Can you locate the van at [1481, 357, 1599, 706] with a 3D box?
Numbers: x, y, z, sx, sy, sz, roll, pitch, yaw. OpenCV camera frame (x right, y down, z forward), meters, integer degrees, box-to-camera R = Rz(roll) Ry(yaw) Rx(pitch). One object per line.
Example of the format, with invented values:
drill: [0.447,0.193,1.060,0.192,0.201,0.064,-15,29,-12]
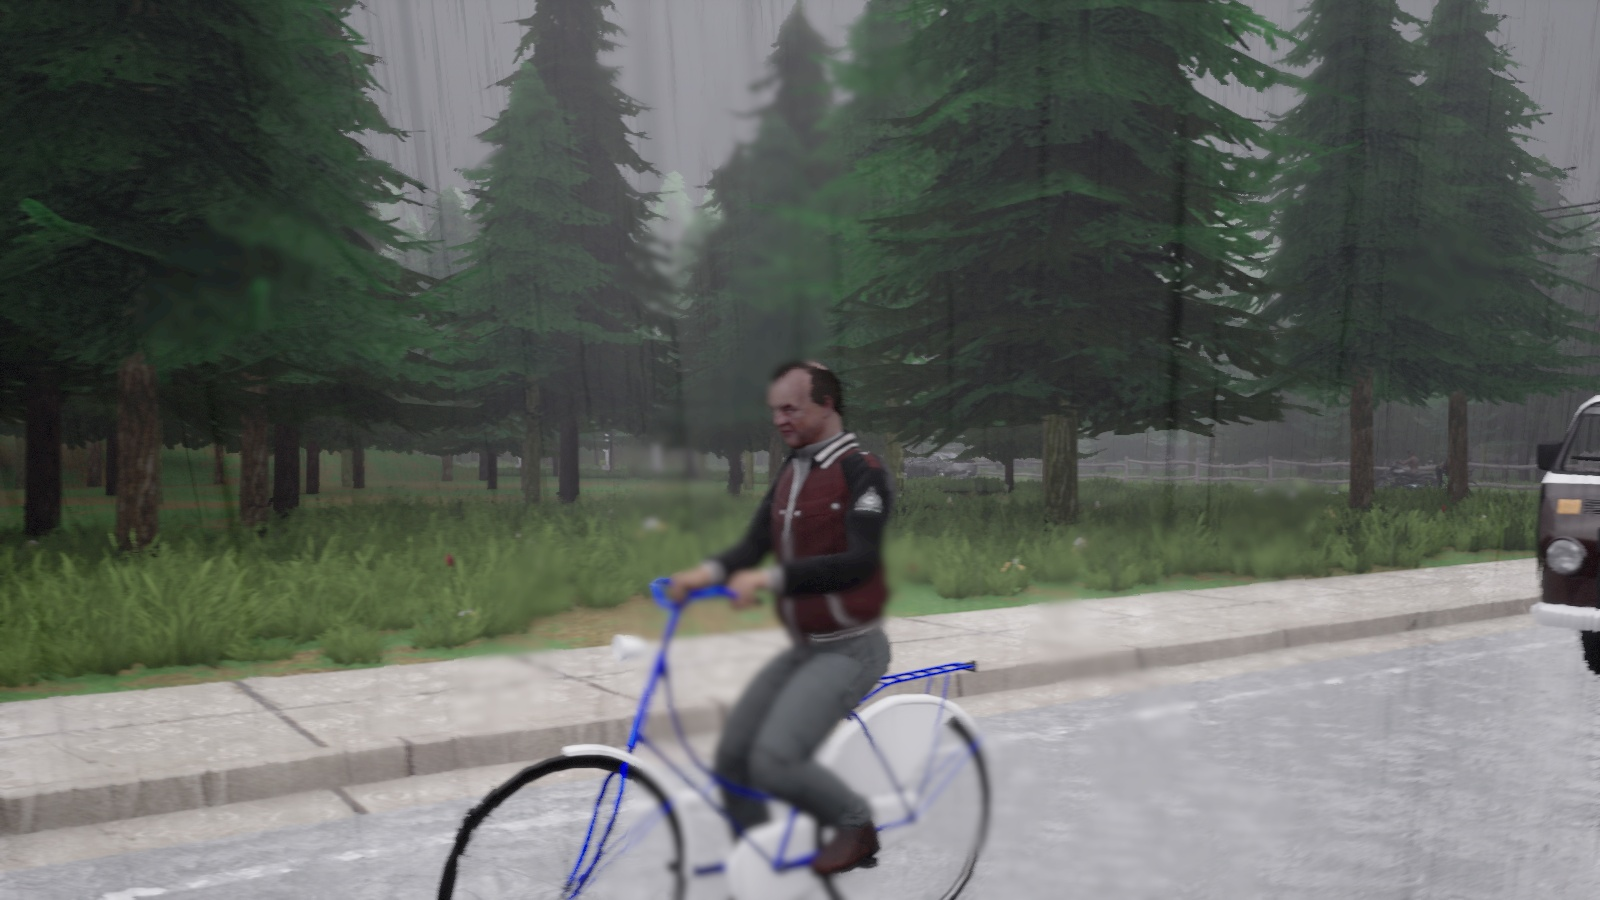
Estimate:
van: [6.721,0.474,8.337,4.480,2.038,2.069,0,0,-35]

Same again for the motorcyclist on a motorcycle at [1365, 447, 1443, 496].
motorcyclist on a motorcycle: [20.673,0.722,43.003,0.766,1.649,2.350,0,0,-33]

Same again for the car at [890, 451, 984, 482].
car: [6.890,0.816,63.709,2.128,1.511,4.902,0,0,-34]

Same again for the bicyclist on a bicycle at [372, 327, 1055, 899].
bicyclist on a bicycle: [-0.173,0.624,3.539,1.843,1.776,0.659,0,0,-35]
